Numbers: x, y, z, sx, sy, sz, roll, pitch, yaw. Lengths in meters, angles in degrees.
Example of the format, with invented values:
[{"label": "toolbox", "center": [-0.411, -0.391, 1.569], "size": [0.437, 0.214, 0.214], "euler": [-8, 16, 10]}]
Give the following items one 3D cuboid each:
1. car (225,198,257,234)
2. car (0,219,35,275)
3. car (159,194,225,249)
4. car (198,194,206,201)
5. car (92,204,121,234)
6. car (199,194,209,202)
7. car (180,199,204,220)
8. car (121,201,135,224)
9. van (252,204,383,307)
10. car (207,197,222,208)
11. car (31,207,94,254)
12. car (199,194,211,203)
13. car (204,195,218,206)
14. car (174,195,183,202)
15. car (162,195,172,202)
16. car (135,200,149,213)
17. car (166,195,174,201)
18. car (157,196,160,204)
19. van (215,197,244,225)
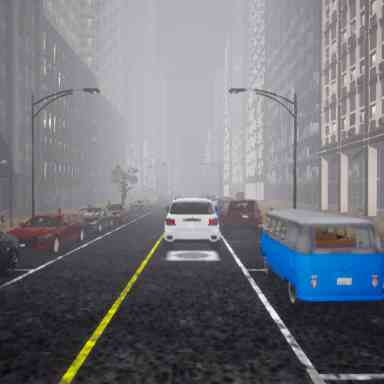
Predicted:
[{"label": "car", "center": [2.681, 1.310, 19.077], "size": [2.192, 1.841, 5.009], "euler": [-1, 0, 0]}, {"label": "car", "center": [-5.697, 1.563, 7.710], "size": [1.947, 1.339, 4.313], "euler": [-1, 0, 0]}, {"label": "car", "center": [0.000, 1.255, 14.682], "size": [2.150, 2.045, 5.566], "euler": [0, 0, 0]}, {"label": "car", "center": [2.682, 1.419, 87.281], "size": [1.967, 1.590, 4.097], "euler": [-1, 0, 0]}, {"label": "car", "center": [-5.698, 1.546, 19.078], "size": [2.008, 1.369, 4.403], "euler": [-1, 0, 0]}, {"label": "car", "center": [2.681, 1.298, 75.915], "size": [2.192, 1.841, 5.009], "euler": [-1, 0, 0]}, {"label": "car", "center": [0.000, 1.479, 29.653], "size": [1.882, 1.535, 5.008], "euler": [0, 0, 0]}, {"label": "car", "center": [-5.697, 1.576, 24.761], "size": [1.802, 1.307, 4.206], "euler": [-1, 0, 0]}, {"label": "van", "center": [2.681, 1.338, 7.710], "size": [1.690, 1.788, 3.998], "euler": [-1, 0, 0]}, {"label": "car", "center": [3.149, 1.515, 47.961], "size": [1.812, 1.442, 4.674], "euler": [0, 0, 0]}, {"label": "car", "center": [-5.697, 1.541, 13.394], "size": [1.887, 1.381, 4.507], "euler": [-1, 0, 0]}, {"label": "car", "center": [2.681, 1.299, 70.230], "size": [2.192, 1.841, 5.009], "euler": [-1, 0, 0]}, {"label": "car", "center": [3.114, 1.340, 54.931], "size": [2.097, 1.767, 4.553], "euler": [0, 0, 0]}, {"label": "car", "center": [-3.001, 1.461, 76.587], "size": [1.837, 1.490, 4.892], "euler": [0, 0, 0]}, {"label": "car", "center": [-5.697, 1.508, 75.744], "size": [1.752, 1.417, 4.829], "euler": [-1, 0, 0]}, {"label": "car", "center": [-5.698, 1.543, 36.129], "size": [2.008, 1.369, 4.403], "euler": [-1, 0, 0]}, {"label": "car", "center": [-5.697, 1.545, 87.281], "size": [1.947, 1.339, 4.313], "euler": [-1, 0, 0]}, {"label": "car", "center": [-5.698, 1.426, 64.546], "size": [1.967, 1.590, 4.097], "euler": [-1, 0, 0]}, {"label": "van", "center": [2.681, 1.335, 24.761], "size": [1.690, 1.788, 3.998], "euler": [-1, 0, 0]}]
